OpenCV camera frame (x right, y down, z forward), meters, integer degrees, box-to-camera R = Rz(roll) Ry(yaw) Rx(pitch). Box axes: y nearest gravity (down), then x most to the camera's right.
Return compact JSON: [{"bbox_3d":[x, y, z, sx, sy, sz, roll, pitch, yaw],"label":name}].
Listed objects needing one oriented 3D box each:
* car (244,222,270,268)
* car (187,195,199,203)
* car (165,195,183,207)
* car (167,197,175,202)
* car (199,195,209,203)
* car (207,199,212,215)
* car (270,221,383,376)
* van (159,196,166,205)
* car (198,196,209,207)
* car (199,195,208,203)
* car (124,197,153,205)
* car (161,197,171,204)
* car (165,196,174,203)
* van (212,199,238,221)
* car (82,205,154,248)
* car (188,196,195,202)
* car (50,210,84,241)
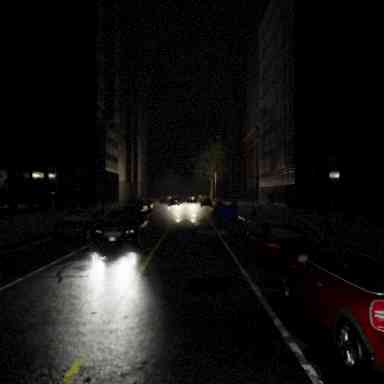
[{"bbox_3d":[2.854,1.647,11.278,1.802,1.307,4.206,0,0,0],"label":"car"},{"bbox_3d":[-0.027,1.790,73.417,1.994,1.385,4.181,0,0,0],"label":"car"},{"bbox_3d":[-3.069,1.766,57.387,1.837,1.490,4.892,0,0,1],"label":"car"},{"bbox_3d":[-5.701,1.981,90.244,1.887,1.381,4.507,0,0,0],"label":"car"},{"bbox_3d":[2.829,1.684,78.957,2.192,1.841,5.009,0,0,0],"label":"car"},{"bbox_3d":[2.847,1.701,34.009,1.752,1.417,4.829,0,0,0],"label":"car"},{"bbox_3d":[2.856,1.473,5.638,1.967,1.590,4.097,0,0,0],"label":"car"},{"bbox_3d":[-5.691,1.650,67.690,1.690,1.788,3.998,0,0,0],"label":"van"},{"bbox_3d":[2.331,1.778,54.980,1.812,1.442,4.674,0,0,0],"label":"car"},{"bbox_3d":[2.827,1.718,84.596,2.192,1.841,5.009,0,0,0],"label":"car"},{"bbox_3d":[-5.679,1.490,33.857,2.192,1.841,5.009,0,0,0],"label":"car"},{"bbox_3d":[-5.694,1.903,73.327,1.947,1.339,4.313,0,0,0],"label":"car"},{"bbox_3d":[-5.699,1.843,84.606,1.967,1.590,4.097,0,0,0],"label":"car"},{"bbox_3d":[2.849,1.492,28.198,1.690,1.788,3.998,0,0,0],"label":"van"},{"bbox_3d":[-3.106,1.579,15.407,2.128,1.511,4.902,0,0,0],"label":"car"},{"bbox_3d":[-0.034,1.802,91.749,1.882,1.535,5.008,0,0,0],"label":"car"},{"bbox_3d":[-5.674,1.647,16.937,2.008,1.369,4.403,0,0,0],"label":"car"}]
